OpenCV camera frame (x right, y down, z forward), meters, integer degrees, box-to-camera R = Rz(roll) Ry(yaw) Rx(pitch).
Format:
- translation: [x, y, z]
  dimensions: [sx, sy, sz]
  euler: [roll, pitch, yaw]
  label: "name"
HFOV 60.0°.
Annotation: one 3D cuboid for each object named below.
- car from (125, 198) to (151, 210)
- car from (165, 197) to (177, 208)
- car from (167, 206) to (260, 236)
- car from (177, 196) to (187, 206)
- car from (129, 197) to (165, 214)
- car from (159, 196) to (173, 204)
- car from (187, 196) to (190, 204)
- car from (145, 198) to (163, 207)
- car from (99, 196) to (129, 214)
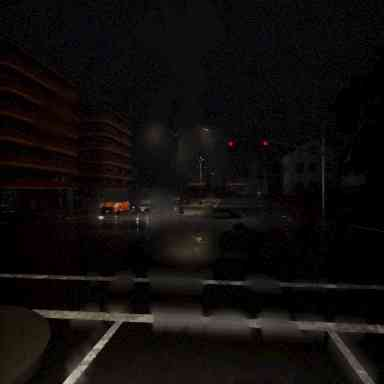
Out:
- translation: [-7.094, 1.545, 44.386]
  dimensions: [2.033, 1.411, 5.357]
  euler: [0, 0, 6]
  label: "car"
- translation: [-3.608, 1.601, 44.104]
  dimensions: [1.895, 1.301, 4.718]
  euler: [0, 0, 6]
  label: "car"
- translation: [1.194, 1.601, 17.927]
  dimensions: [4.718, 1.301, 1.895]
  euler: [0, 0, 7]
  label: "car"
- translation: [-2.652, 1.491, 53.149]
  dimensions: [2.128, 1.511, 4.902]
  euler: [0, 0, 6]
  label: "car"
- translation: [-4.570, 1.491, 34.895]
  dimensions: [2.128, 1.511, 4.902]
  euler: [0, 0, 6]
  label: "car"
- translation: [-5.025, 1.564, 63.890]
  dimensions: [1.994, 1.385, 4.181]
  euler: [0, 0, 6]
  label: "car"
- translation: [-1.594, 1.505, 63.051]
  dimensions: [1.837, 1.490, 4.892]
  euler: [0, 0, 7]
  label: "car"
- translation: [-6.092, 1.601, 53.916]
  dimensions: [1.895, 1.301, 4.718]
  euler: [0, 0, 6]
  label: "car"
- translation: [-8.084, 1.352, 34.968]
  dimensions: [2.097, 1.767, 4.553]
  euler: [0, 0, 6]
  label: "car"
